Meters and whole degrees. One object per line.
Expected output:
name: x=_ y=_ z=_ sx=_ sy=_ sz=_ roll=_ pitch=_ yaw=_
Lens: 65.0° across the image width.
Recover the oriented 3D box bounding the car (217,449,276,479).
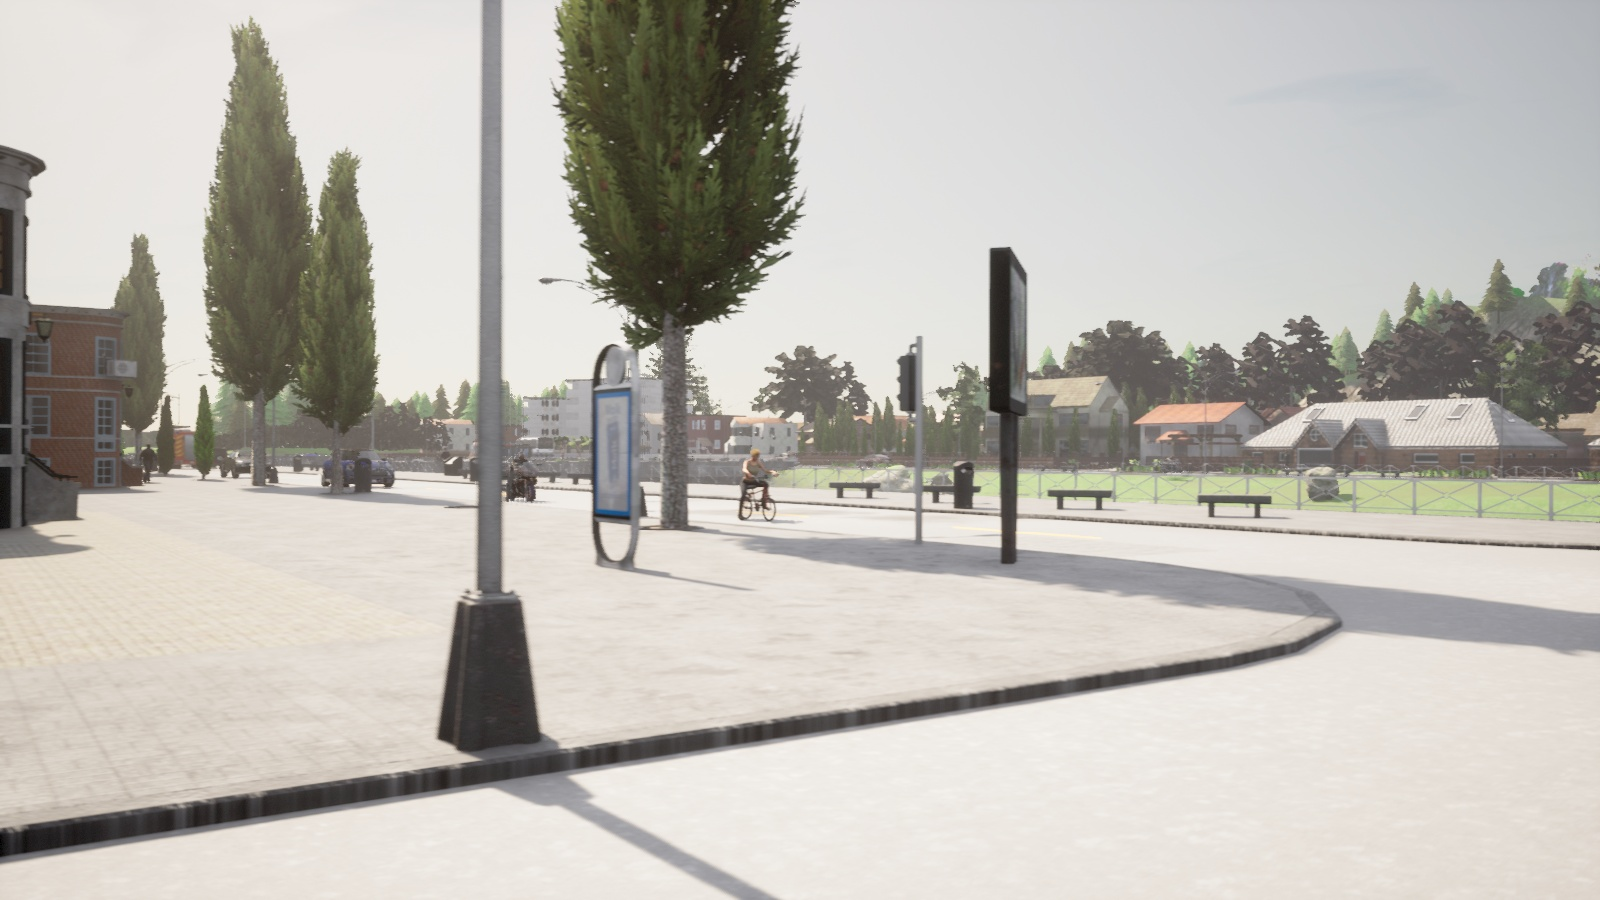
car: x=-32.001 y=0.794 z=72.520 sx=2.152 sy=1.651 sz=5.027 roll=0 pitch=0 yaw=-35

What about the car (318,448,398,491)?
car: x=-18.996 y=0.800 z=53.860 sx=2.097 sy=1.767 sz=4.553 roll=0 pitch=0 yaw=-35

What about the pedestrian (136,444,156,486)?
pedestrian: x=-29.378 y=0.655 z=56.439 sx=0.849 sy=1.883 sz=0.563 roll=0 pitch=0 yaw=45

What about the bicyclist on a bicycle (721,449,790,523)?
bicyclist on a bicycle: x=-1.004 y=0.777 z=28.045 sx=0.866 sy=1.612 sz=1.509 roll=0 pitch=0 yaw=-35

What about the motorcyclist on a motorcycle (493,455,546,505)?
motorcyclist on a motorcycle: x=-8.765 y=0.919 z=39.181 sx=0.866 sy=1.530 sz=2.191 roll=0 pitch=0 yaw=-35
